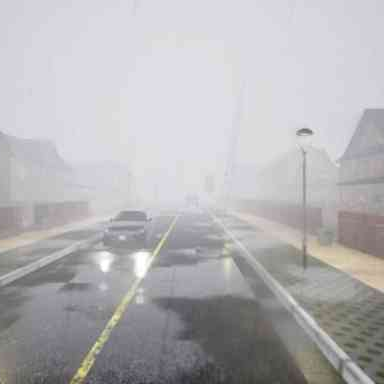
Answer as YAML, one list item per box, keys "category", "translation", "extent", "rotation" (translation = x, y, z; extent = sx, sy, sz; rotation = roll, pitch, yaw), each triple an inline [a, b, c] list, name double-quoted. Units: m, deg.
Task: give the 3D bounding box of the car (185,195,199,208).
- category: "car"
  translation: [0.001, 1.456, 54.207]
  extent: [2.150, 2.045, 5.566]
  rotation: [0, 0, 0]

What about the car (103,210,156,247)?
- category: "car"
  translation: [-2.758, 1.576, 15.547]
  extent: [1.812, 1.442, 4.674]
  rotation: [0, 0, 0]
